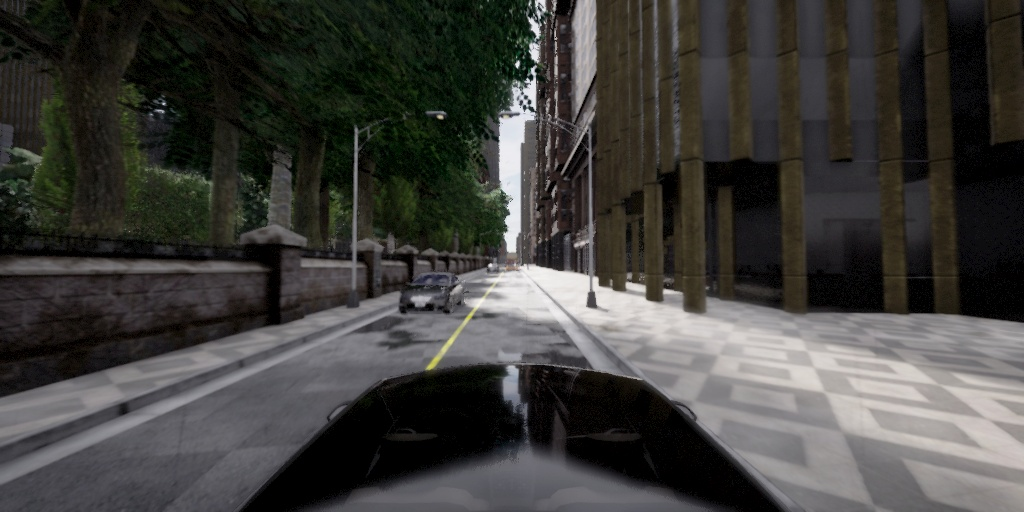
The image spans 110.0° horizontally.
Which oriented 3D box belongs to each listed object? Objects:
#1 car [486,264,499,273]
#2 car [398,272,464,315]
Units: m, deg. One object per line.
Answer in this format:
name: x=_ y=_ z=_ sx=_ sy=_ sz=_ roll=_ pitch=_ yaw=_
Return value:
car: x=-3.044 y=1.973 z=57.208 sx=2.128 sy=1.511 sz=4.902 roll=0 pitch=-1 yaw=0
car: x=-3.097 y=1.406 z=14.548 sx=2.128 sy=1.511 sz=4.902 roll=0 pitch=-1 yaw=0
